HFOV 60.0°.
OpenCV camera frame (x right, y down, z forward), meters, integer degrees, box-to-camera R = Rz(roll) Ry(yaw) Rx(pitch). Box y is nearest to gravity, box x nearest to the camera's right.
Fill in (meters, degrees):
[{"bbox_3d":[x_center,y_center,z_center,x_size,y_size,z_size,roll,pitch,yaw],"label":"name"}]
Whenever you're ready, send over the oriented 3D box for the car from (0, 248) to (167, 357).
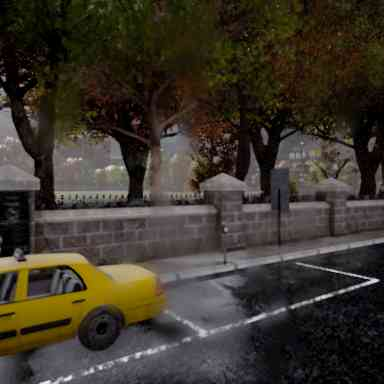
[{"bbox_3d":[-2.698,1.525,4.636,4.829,1.417,1.752,0,0,-35],"label":"car"}]
